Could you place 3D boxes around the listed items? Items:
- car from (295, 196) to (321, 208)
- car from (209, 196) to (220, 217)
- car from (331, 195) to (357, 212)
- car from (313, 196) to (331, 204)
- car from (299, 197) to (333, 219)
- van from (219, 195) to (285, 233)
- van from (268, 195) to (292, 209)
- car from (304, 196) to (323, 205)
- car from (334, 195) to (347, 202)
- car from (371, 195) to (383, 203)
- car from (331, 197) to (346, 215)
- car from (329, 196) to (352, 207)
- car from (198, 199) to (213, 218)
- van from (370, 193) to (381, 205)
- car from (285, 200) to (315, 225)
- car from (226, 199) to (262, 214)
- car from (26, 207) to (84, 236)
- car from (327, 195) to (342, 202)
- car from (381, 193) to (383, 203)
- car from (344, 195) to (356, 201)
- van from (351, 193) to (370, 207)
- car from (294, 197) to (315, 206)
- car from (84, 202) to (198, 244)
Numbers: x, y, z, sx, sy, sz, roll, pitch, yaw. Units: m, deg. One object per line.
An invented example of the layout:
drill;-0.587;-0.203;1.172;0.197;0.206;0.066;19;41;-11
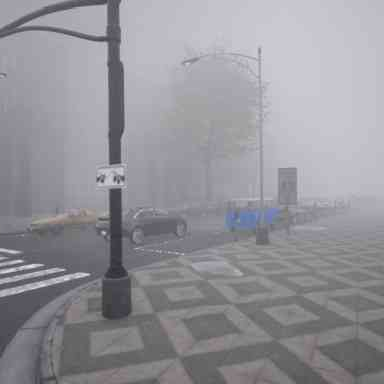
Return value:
car;15.987;1.386;45.694;2.128;1.511;4.902;-1;-1;36
car;2.615;1.307;31.842;2.192;1.841;5.009;-1;0;36
car;16.068;1.363;35.937;2.008;1.369;4.403;-1;0;36
car;24.243;1.453;61.891;2.008;1.369;4.403;-1;-1;36
car;9.744;1.385;27.150;1.887;1.381;4.507;-1;0;36
van;3.418;1.212;18.363;1.690;1.788;3.998;-1;0;36
van;11.883;1.292;44.721;1.690;1.788;3.998;-1;0;36
car;21.054;1.440;57.461;1.752;1.417;4.829;-1;-1;36
car;33.190;1.415;74.323;1.887;1.381;4.507;-1;-1;36
car;35.039;1.304;62.300;1.947;1.339;4.313;-1;-1;36
car;12.906;1.408;31.544;1.802;1.307;4.206;-1;0;36
car;21.829;1.376;48.675;2.033;1.411;5.357;-1;-1;36
car;-0.471;1.552;27.547;1.887;1.381;4.507;-1;0;36
van;28.712;1.102;53.515;1.690;1.788;3.998;-1;-1;36
car;6.582;1.422;22.756;1.947;1.339;4.313;-1;0;36
car;5.708;1.529;36.133;2.008;1.369;4.403;-1;0;36
car;-6.756;1.564;18.825;1.752;1.417;4.829;-1;0;36
car;30.009;1.432;69.904;2.008;1.369;4.403;-1;-1;36
car;31.976;1.274;58.045;1.752;1.417;4.829;-1;-1;36
car;39.550;1.401;83.162;2.008;1.369;4.403;-1;-1;36
van;22.388;1.127;44.726;1.690;1.788;3.998;-1;0;36
car;18.064;1.492;53.305;1.947;1.339;4.313;-1;0;36
car;-2.139;1.429;15.371;2.128;1.511;4.902;-1;-1;36
